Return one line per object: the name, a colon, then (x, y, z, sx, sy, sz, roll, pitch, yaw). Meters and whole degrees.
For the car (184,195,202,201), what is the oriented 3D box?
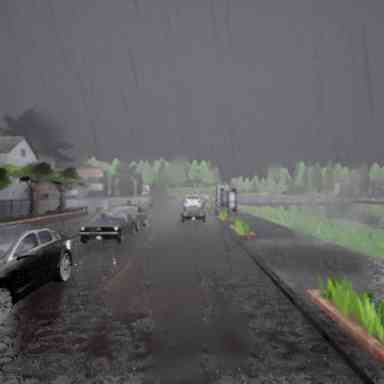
car: (0.123, 1.384, 44.403, 2.150, 2.045, 5.566, 0, 0, 1)

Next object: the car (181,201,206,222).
car: (0.113, 1.701, 26.978, 1.895, 1.301, 4.718, 0, 0, 0)

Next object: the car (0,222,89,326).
car: (-4.094, 1.518, 7.048, 2.128, 1.511, 4.902, 0, 0, 0)

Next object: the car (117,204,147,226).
car: (-4.058, 1.583, 21.241, 1.837, 1.490, 4.892, 0, 0, 1)

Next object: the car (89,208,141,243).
car: (-3.985, 1.661, 16.464, 1.895, 1.301, 4.718, 0, 0, 0)
